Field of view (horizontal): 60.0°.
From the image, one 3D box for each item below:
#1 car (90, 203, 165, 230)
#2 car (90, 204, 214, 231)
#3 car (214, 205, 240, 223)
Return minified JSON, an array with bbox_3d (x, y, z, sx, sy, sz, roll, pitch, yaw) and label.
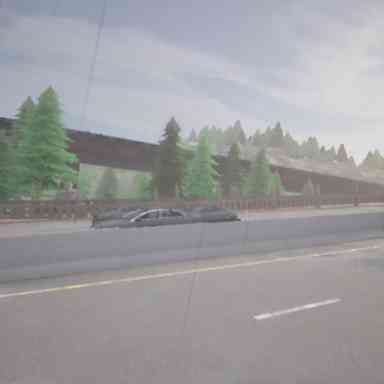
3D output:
[{"bbox_3d":[-4.054,1.451,20.936,4.181,1.385,1.994,-1,0,-27],"label":"car"},{"bbox_3d":[-1.839,1.408,14.215,4.902,1.511,2.128,-1,0,-27],"label":"car"},{"bbox_3d":[0.692,1.422,19.399,4.181,1.385,1.994,-1,0,-27],"label":"car"}]
